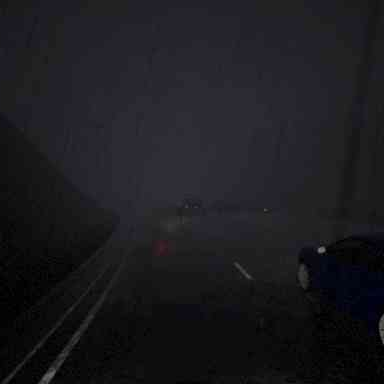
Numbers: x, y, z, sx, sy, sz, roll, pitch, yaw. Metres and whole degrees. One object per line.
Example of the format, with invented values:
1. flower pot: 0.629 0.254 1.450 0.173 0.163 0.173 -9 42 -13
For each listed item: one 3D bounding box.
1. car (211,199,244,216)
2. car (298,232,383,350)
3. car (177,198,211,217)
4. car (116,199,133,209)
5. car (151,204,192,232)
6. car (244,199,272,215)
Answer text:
1. car: 3.009 1.449 32.550 1.882 1.535 5.008 0 0 -14
2. car: 3.462 1.436 5.795 1.882 1.535 5.008 0 0 -3
3. car: -0.176 1.362 30.691 2.097 1.767 4.553 -1 0 -14
4. car: -9.818 1.698 48.518 1.994 1.385 4.181 -1 0 -20
5. car: -1.496 1.625 20.231 1.895 1.301 4.718 -1 0 -10
6. car: 6.313 1.436 33.697 1.837 1.490 4.892 0 0 -14
